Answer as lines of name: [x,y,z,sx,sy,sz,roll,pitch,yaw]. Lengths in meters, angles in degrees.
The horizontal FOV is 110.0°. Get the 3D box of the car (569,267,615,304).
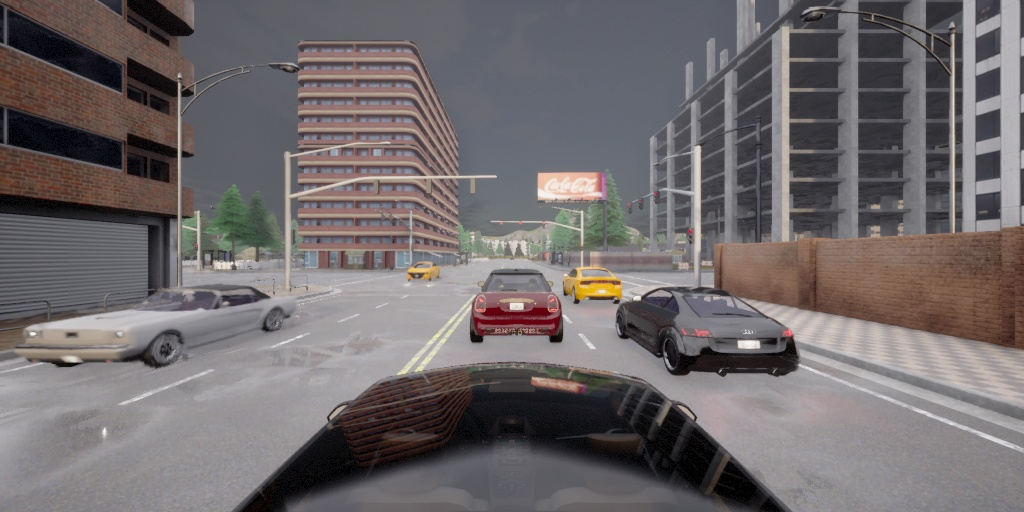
car: [3.501,1.228,16.389,1.882,1.535,5.008,0,0,0]

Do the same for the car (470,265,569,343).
car: [0.101,1.102,9.862,2.097,1.767,4.553,0,0,0]

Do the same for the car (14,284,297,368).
car: [-7.066,1.351,7.970,1.895,1.301,4.718,0,0,0]

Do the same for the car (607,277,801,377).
car: [3.599,1.314,7.456,1.994,1.385,4.181,0,0,0]

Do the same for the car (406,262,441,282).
car: [-7.100,1.227,29.199,1.882,1.535,5.008,0,0,0]
